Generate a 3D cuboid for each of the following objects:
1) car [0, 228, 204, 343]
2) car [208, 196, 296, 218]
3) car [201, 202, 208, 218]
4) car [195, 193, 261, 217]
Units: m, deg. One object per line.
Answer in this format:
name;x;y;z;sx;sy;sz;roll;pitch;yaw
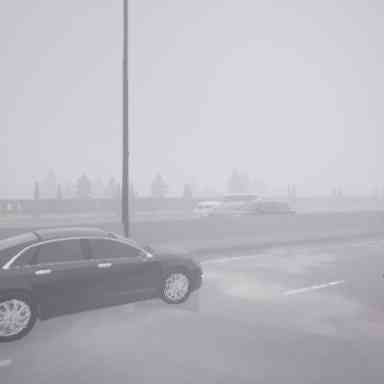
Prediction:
car;-2.020;1.467;6.412;4.892;1.490;1.837;0;0;-34
car;3.480;1.270;17.995;4.553;1.767;2.097;0;0;-27
car;3.047;1.463;21.702;4.181;1.385;1.994;0;0;-26
car;3.007;1.102;25.617;5.566;2.045;2.150;0;0;-26
